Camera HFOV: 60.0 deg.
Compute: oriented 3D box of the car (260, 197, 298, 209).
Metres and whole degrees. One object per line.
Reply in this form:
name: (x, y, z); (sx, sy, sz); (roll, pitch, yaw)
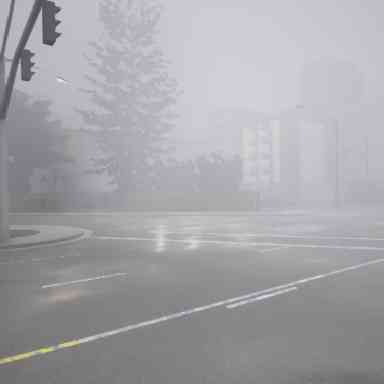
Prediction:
car: (9.547, 1.193, 37.665); (1.895, 1.301, 4.718); (-1, 1, -35)
